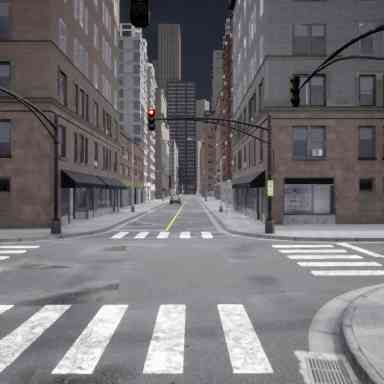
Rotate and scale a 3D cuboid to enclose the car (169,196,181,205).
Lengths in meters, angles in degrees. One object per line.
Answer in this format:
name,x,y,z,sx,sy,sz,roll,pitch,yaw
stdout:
car,-2.977,1.458,59.647,1.882,1.535,5.008,0,0,0
